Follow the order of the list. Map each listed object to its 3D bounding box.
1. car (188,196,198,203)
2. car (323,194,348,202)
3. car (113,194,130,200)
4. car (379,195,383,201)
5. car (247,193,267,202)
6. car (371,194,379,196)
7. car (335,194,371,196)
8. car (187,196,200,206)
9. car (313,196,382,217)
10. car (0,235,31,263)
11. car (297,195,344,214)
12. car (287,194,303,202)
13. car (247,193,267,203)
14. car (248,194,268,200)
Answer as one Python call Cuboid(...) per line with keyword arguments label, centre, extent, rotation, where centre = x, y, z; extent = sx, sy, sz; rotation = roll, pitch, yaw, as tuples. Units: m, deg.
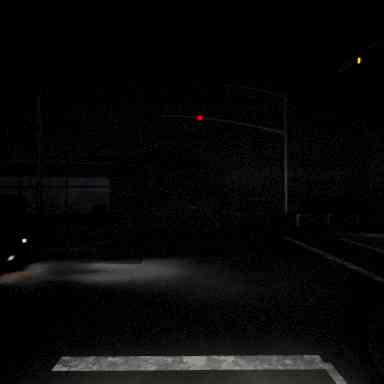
Cuboid(label="car", centre=(0.249, 1.545, 69.629), extent=(2.033, 1.411, 5.357), rotation=(0, 0, 0))
Cuboid(label="car", centre=(31.291, 1.296, 72.653), extent=(4.514, 1.523, 2.007), rotation=(0, 0, 0))
Cuboid(label="car", centre=(-19.433, 1.330, 91.525), extent=(4.674, 1.442, 1.812), rotation=(0, 0, 0))
Cuboid(label="car", centre=(38.701, 1.152, 62.601), extent=(5.027, 1.636, 2.152), rotation=(0, 0, 0))
Cuboid(label="car", centre=(13.426, 1.075, 68.932), extent=(3.866, 1.878, 1.905), rotation=(0, 0, 0))
Cuboid(label="car", centre=(38.354, 1.230, 69.017), extent=(3.806, 1.475, 1.970), rotation=(0, 0, 0))
Cuboid(label="car", centre=(20.636, 1.318, 43.223), extent=(3.633, 1.501, 1.845), rotation=(0, 0, 0))
Cuboid(label="car", centre=(0.218, 1.500, 55.704), extent=(1.837, 1.490, 4.892), rotation=(0, -1, 1))
Cuboid(label="car", centre=(13.070, 1.339, 28.212), extent=(4.514, 1.523, 2.007), rotation=(0, 0, 0))
Cuboid(label="car", centre=(-7.419, 1.600, 9.891), extent=(4.718, 1.301, 1.895), rotation=(0, 0, 6))
Cuboid(label="car", centre=(13.006, 1.329, 31.348), extent=(5.027, 1.636, 2.152), rotation=(0, 0, 0))
Cuboid(label="car", centre=(21.306, 1.095, 65.675), extent=(4.605, 1.855, 1.932), rotation=(0, 0, 0))
Cuboid(label="car", centre=(12.827, 1.359, 65.605), extent=(3.806, 1.475, 1.970), rotation=(0, 0, 0))
Cuboid(label="car", centre=(18.102, 1.331, 91.563), extent=(4.902, 1.511, 2.128), rotation=(0, 0, 0))
